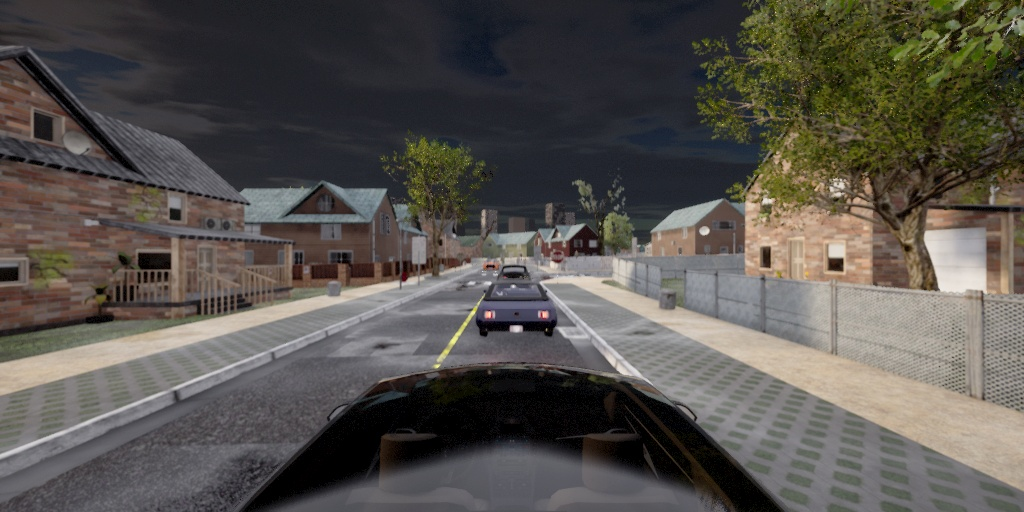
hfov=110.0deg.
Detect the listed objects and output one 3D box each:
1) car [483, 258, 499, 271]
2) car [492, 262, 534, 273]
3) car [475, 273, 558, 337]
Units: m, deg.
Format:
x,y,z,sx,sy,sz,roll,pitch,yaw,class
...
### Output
x,y,z,sx,sy,sz,roll,pitch,yaw,class
-2.847,1.071,49.435,2.097,1.767,4.553,0,0,0,car
0.153,1.251,20.203,1.837,1.490,4.892,0,0,2,car
0.099,1.351,10.282,1.895,1.301,4.718,0,0,0,car
